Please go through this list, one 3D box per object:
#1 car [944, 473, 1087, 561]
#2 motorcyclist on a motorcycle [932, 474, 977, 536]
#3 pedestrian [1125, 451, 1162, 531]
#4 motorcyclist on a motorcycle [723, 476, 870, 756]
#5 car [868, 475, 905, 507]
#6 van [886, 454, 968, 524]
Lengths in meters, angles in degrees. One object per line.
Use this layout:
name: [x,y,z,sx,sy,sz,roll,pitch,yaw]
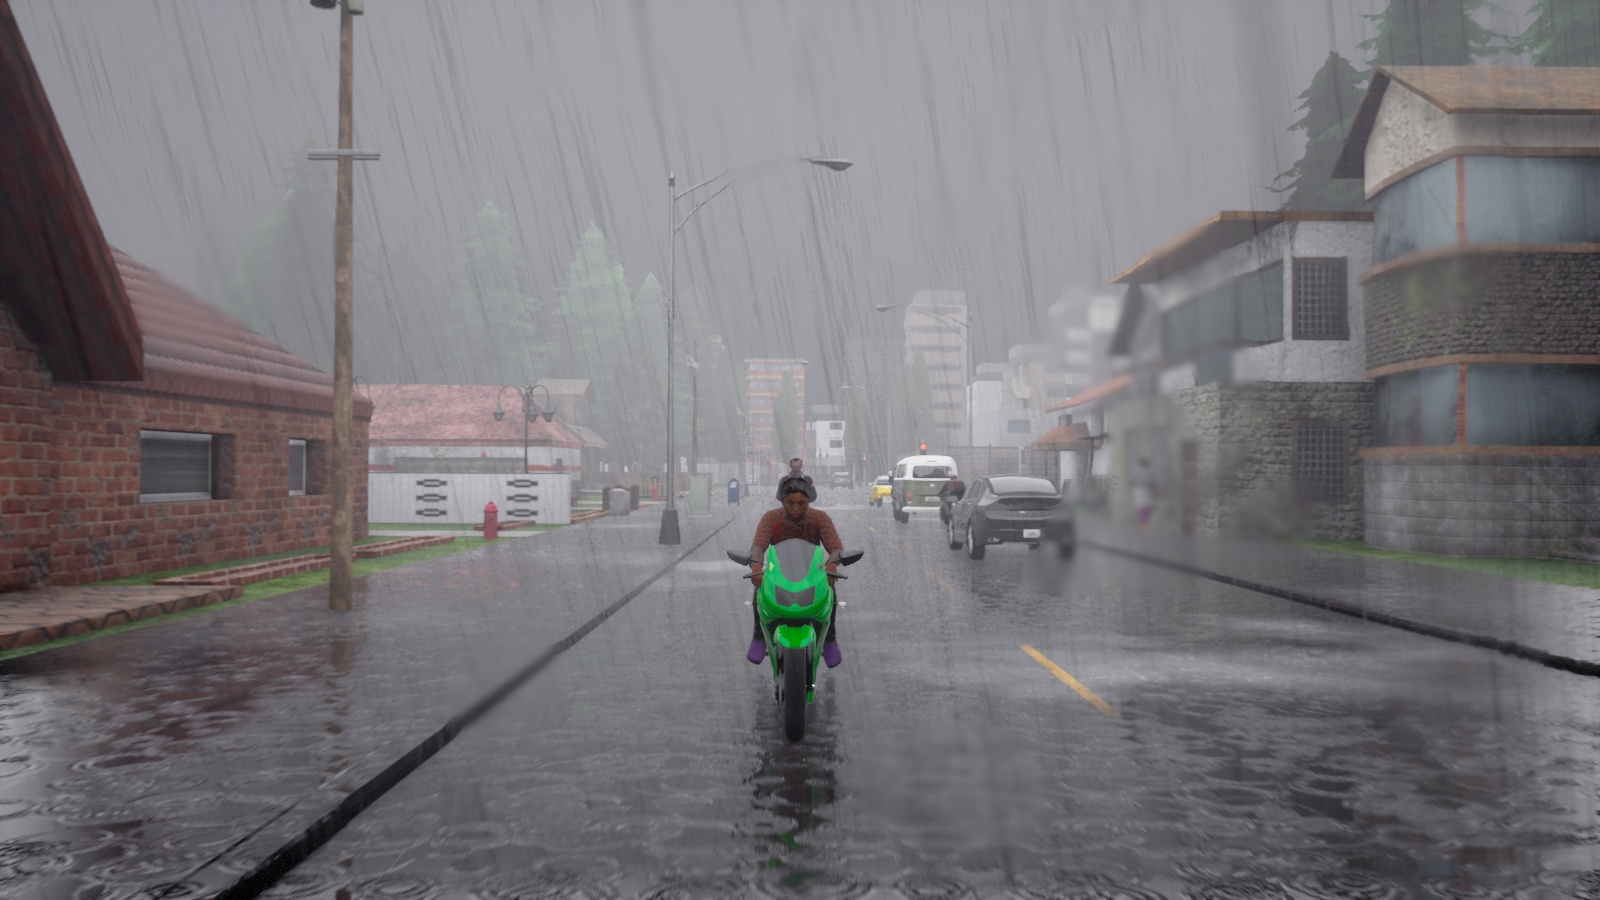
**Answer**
car: [3.936,1.202,23.752,1.837,1.490,4.892,0,-2,0]
motorcyclist on a motorcycle: [3.914,1.372,31.913,0.866,1.530,2.191,0,-1,0]
pedestrian: [8.543,1.017,31.227,0.659,1.952,0.873,0,-1,-1]
motorcyclist on a motorcycle: [-0.022,0.930,7.912,0.797,1.523,2.044,0,-1,0]
car: [3.856,1.800,56.089,1.481,1.376,2.207,0,-1,0]
van: [3.894,1.182,39.133,2.069,2.038,4.480,0,-1,0]
